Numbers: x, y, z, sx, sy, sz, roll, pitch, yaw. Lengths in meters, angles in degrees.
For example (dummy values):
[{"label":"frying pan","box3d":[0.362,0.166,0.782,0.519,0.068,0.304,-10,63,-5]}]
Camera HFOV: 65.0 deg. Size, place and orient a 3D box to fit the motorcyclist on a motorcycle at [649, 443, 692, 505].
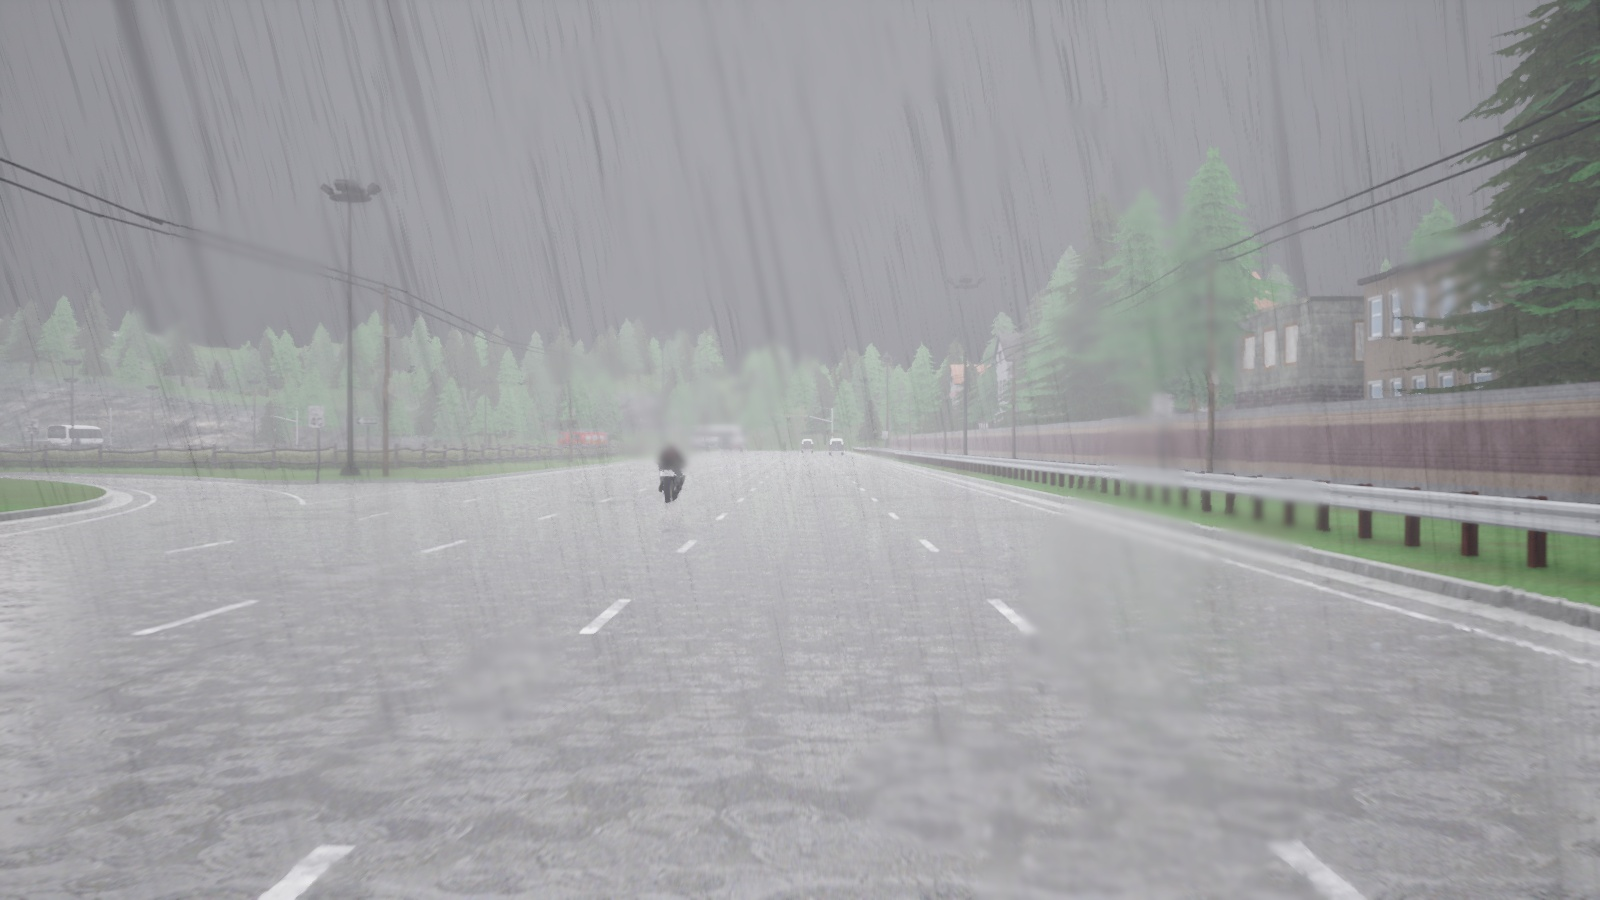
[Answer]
[{"label":"motorcyclist on a motorcycle","box3d":[-3.300,0.596,32.290,0.866,1.530,2.191,0,0,0]}]
